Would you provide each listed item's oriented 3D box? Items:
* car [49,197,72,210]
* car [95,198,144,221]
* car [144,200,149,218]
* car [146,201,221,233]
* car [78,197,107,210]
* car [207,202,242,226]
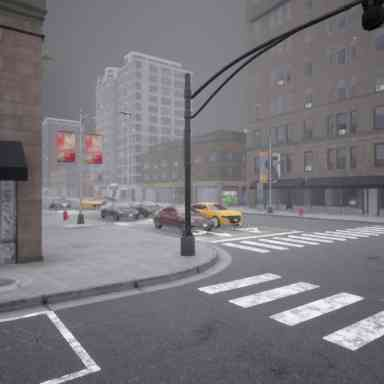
[{"bbox_3d":[-16.558,1.431,41.694,2.128,1.511,4.902,0,0,-35],"label":"car"},{"bbox_3d":[-5.966,1.492,26.988,1.812,1.442,4.674,0,0,-36],"label":"car"},{"bbox_3d":[-4.178,1.485,30.065,1.812,1.442,4.674,0,0,-36],"label":"car"},{"bbox_3d":[-0.646,1.505,19.615,1.812,1.442,4.674,0,0,-35],"label":"car"},{"bbox_3d":[-12.915,1.415,42.185,1.882,1.535,5.008,0,0,-36],"label":"car"},{"bbox_3d":[1.265,1.451,22.502,1.882,1.535,5.008,0,0,-35],"label":"car"}]
